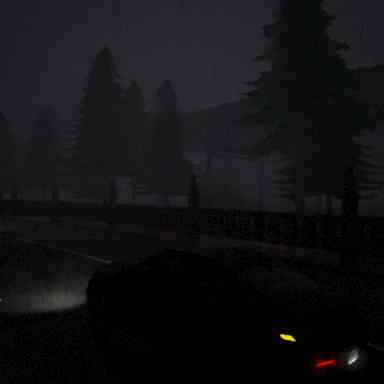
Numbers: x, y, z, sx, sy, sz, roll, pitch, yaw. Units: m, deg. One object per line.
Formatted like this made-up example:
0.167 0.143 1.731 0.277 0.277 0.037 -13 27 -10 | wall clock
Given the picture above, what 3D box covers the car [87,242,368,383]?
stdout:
0.104 1.516 5.145 1.812 1.442 4.674 0 0 -43 | car
